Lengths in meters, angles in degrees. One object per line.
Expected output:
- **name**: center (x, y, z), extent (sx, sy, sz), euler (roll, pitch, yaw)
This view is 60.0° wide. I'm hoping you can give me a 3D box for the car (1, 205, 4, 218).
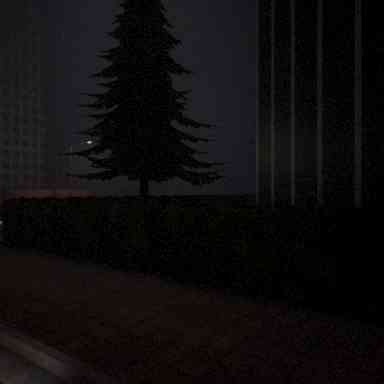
- **car**: center (-13.118, 1.550, 28.389), extent (1.837, 1.490, 4.892), euler (0, 0, 36)
